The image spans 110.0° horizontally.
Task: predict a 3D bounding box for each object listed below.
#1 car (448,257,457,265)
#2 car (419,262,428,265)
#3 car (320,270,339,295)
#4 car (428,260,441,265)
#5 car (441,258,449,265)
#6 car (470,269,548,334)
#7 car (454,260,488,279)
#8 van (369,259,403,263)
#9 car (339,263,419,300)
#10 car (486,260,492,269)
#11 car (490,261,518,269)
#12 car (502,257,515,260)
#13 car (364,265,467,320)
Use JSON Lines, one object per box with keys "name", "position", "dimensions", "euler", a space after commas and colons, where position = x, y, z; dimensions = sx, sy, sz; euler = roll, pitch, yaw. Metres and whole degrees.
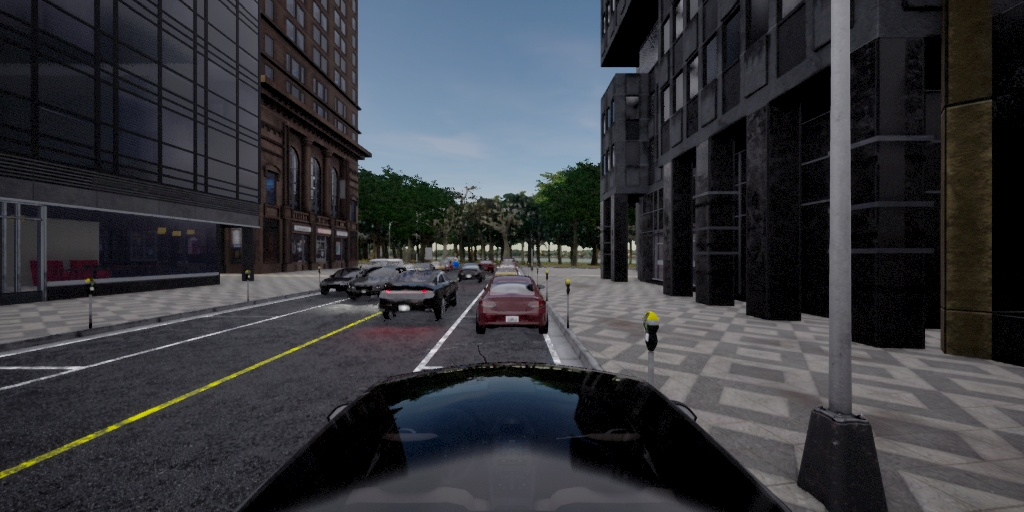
{"name": "car", "position": [-8.908, 1.201, 47.173], "dimensions": [1.967, 1.591, 4.097], "euler": [0, 0, 0]}
{"name": "car", "position": [-8.908, 1.280, 30.691], "dimensions": [1.751, 1.417, 4.829], "euler": [0, 0, 0]}
{"name": "car", "position": [-8.908, 1.317, 19.986], "dimensions": [1.948, 1.339, 4.313], "euler": [0, 0, 0]}
{"name": "car", "position": [-8.908, 1.322, 36.298], "dimensions": [1.948, 1.339, 4.313], "euler": [0, 0, 0]}
{"name": "car", "position": [-8.908, 1.284, 41.566], "dimensions": [1.751, 1.417, 4.829], "euler": [0, 0, 0]}
{"name": "car", "position": [0.003, 1.276, 10.500], "dimensions": [1.812, 1.442, 4.674], "euler": [0, 0, 0]}
{"name": "car", "position": [-3.155, 1.279, 28.258], "dimensions": [1.812, 1.442, 4.674], "euler": [0, 0, 0]}
{"name": "van", "position": [-8.908, 1.093, 25.423], "dimensions": [1.690, 1.789, 3.998], "euler": [0, 0, 0]}
{"name": "car", "position": [-6.246, 1.256, 17.543], "dimensions": [1.837, 1.490, 4.892], "euler": [0, 0, 0]}
{"name": "car", "position": [-3.046, 1.237, 42.952], "dimensions": [1.882, 1.535, 5.008], "euler": [0, 0, 0]}
{"name": "car", "position": [-0.383, 1.278, 25.593], "dimensions": [1.751, 1.417, 4.829], "euler": [0, 0, 0]}
{"name": "car", "position": [-0.383, 1.196, 36.298], "dimensions": [1.967, 1.591, 4.097], "euler": [0, 0, 0]}
{"name": "car", "position": [-3.046, 1.242, 12.561], "dimensions": [2.128, 1.511, 4.902], "euler": [0, 0, 0]}
